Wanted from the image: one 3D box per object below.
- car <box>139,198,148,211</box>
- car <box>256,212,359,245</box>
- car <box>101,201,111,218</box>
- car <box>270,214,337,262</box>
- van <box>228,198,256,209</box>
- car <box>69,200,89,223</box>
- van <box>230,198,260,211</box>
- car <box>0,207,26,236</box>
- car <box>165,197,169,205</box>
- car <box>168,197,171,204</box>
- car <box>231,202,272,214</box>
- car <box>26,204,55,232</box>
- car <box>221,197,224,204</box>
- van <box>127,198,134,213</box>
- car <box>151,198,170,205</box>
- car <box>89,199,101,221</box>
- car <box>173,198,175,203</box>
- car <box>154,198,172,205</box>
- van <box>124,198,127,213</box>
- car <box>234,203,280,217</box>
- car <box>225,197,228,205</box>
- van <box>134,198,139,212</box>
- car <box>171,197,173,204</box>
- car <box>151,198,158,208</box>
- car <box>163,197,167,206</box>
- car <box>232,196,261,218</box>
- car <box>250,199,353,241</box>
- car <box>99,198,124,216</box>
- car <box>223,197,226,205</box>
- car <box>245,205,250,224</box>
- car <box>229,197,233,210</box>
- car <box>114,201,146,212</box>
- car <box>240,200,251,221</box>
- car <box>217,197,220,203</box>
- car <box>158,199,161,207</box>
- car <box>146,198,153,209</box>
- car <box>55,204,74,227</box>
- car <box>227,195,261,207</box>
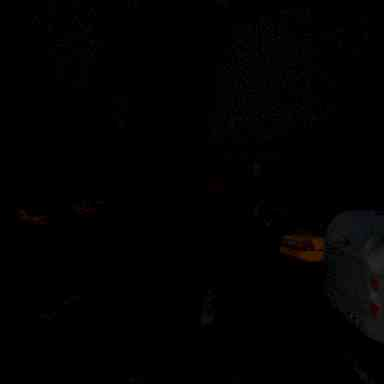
[{"bbox_3d":[-9.794,2.145,49.336,5.366,1.575,1.946,0,-1,-16],"label":"car"},{"bbox_3d":[5.884,1.790,17.130,4.674,1.452,2.002,1,0,-16],"label":"car"},{"bbox_3d":[-11.045,2.007,34.441,4.674,1.452,2.002,-1,-1,-16],"label":"car"},{"bbox_3d":[5.601,1.654,11.160,5.366,1.575,1.946,1,-1,-16],"label":"car"},{"bbox_3d":[8.867,2.035,59.109,4.442,1.987,1.878,1,0,-16],"label":"van"},{"bbox_3d":[-11.508,1.769,28.499,4.553,1.767,2.185,-1,-1,-16],"label":"car"},{"bbox_3d":[8.441,1.962,53.099,4.442,1.987,1.878,1,0,-16],"label":"van"},{"bbox_3d":[-12.215,1.771,18.353,4.892,1.521,2.231,-1,-1,-16],"label":"car"},{"bbox_3d":[-8.325,2.509,75.942,4.792,1.488,2.163,-1,-1,-17],"label":"car"},{"bbox_3d":[-8.145,2.546,78.930,4.792,1.488,2.163,-1,-1,-18],"label":"car"},{"bbox_3d":[7.898,2.081,44.139,5.008,1.535,2.097,1,0,-16],"label":"car"},{"bbox_3d":[-12.149,1.810,21.682,5.366,1.575,1.946,-1,-1,-16],"label":"car"},{"bbox_3d":[10.017,2.477,77.223,5.008,1.535,2.097,1,-1,-18],"label":"car"},{"bbox_3d":[-10.292,1.850,43.383,4.442,1.987,1.878,-1,-1,-16],"label":"van"},{"bbox_3d":[-8.018,2.465,84.832,4.553,1.767,2.185,-1,-1,-18],"label":"car"},{"bbox_3d":[-11.229,1.805,31.477,4.553,1.767,2.185,0,-1,-16],"label":"car"},{"bbox_3d":[-8.093,2.626,87.734,5.366,1.575,1.946,-1,0,-19],"label":"car"},{"bbox_3d":[-7.839,2.538,90.766,4.553,1.767,2.185,-1,0,-19],"label":"car"},{"bbox_3d":[-10.504,1.814,40.414,4.442,1.987,1.878,-1,-1,-16],"label":"van"},{"bbox_3d":[7.430,2.037,38.134,4.792,1.488,2.163,1,0,-16],"label":"car"},{"bbox_3d":[8.141,1.867,47.151,5.566,2.045,2.435,1,-1,-16],"label":"car"},{"bbox_3d":[-10.079,1.886,46.354,4.442,1.987,1.878,-1,-1,-16],"label":"van"},{"bbox_3d":[-8.064,2.553,81.875,5.008,1.535,2.097,-1,0,-18],"label":"car"},{"bbox_3d":[-9.366,2.008,58.179,5.566,2.045,2.435,-1,-1,-16],"label":"car"},{"bbox_3d":[-8.578,2.406,70.037,5.008,1.535,2.097,-1,-1,-17],"label":"car"},{"bbox_3d":[6.777,1.647,29.140,5.566,2.045,2.435,1,0,-16],"label":"car"},{"bbox_3d":[5.681,1.454,14.140,5.566,2.045,2.435,1,-1,-16],"label":"car"},{"bbox_3d":[-10.858,1.753,37.401,5.566,2.045,2.435,-1,-1,-16],"label":"car"},{"bbox_3d":[9.548,2.371,68.169,4.892,1.521,2.231,1,-1,-17],"label":"car"},{"bbox_3d":[6.120,1.790,20.146,5.008,1.535,2.097,1,0,-16],"label":"car"},{"bbox_3d":[7.217,1.720,35.137,5.566,2.045,2.435,1,0,-16],"label":"car"},{"bbox_3d":[-9.787,2.216,52.240,4.792,1.488,2.163,-1,0,-16],"label":"car"},{"bbox_3d":[6.544,1.737,26.151,4.553,1.767,2.185,1,-1,-16],"label":"car"},{"bbox_3d":[10.303,2.332,86.267,5.566,2.045,2.435,1,0,-19],"label":"car"},{"bbox_3d":[-8.957,2.291,61.208,5.366,1.575,1.946,-1,-1,-16],"label":"car"},{"bbox_3d":[-9.520,2.252,55.231,4.792,1.488,2.163,-1,-1,-16],"label":"car"},{"bbox_3d":[-11.698,1.882,25.133,4.792,1.488,2.163,-1,-1,-16],"label":"car"},{"bbox_3d":[7.705,1.794,41.159,5.566,2.045,2.435,1,-1,-16],"label":"car"}]
